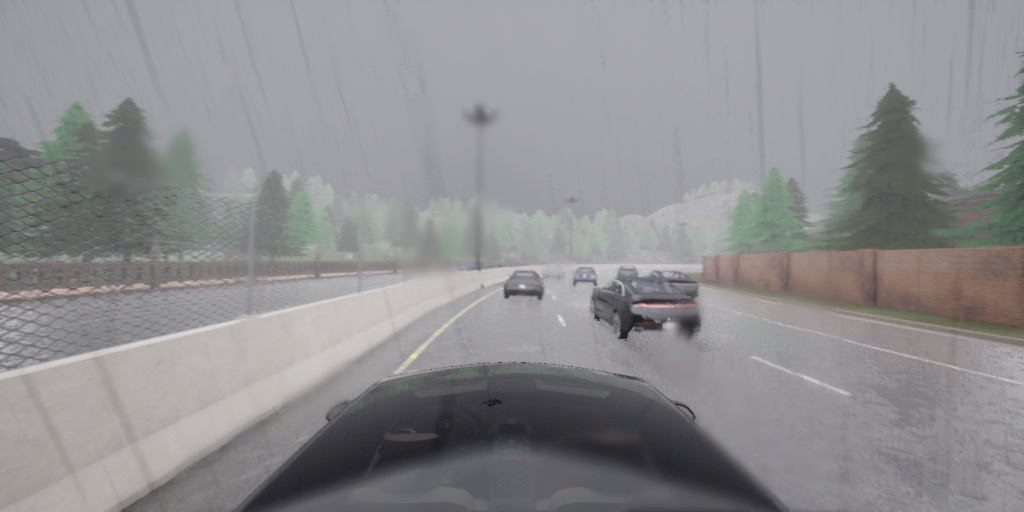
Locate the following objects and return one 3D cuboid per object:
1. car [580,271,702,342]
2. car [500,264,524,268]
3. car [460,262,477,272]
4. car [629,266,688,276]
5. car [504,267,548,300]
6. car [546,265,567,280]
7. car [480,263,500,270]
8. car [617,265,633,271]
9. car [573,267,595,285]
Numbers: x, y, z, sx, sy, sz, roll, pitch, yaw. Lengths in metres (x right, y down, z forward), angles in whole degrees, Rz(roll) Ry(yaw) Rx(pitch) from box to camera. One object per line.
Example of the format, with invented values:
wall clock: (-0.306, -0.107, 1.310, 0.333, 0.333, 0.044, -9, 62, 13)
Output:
car: (3.535, 1.356, 10.292, 2.128, 1.511, 4.902, 1, 0, 1)
car: (0.569, 1.687, 46.869, 1.994, 1.385, 4.181, 1, -1, 22)
car: (-5.526, 1.567, 50.476, 2.128, 1.511, 4.902, 1, -1, 23)
car: (7.593, 1.469, 17.844, 2.128, 1.511, 4.902, 1, 0, 6)
car: (0.732, 1.465, 19.199, 1.994, 1.385, 4.181, 1, 0, 6)
car: (4.264, 1.607, 35.873, 1.812, 1.442, 4.674, 1, -1, 17)
car: (-2.443, 1.664, 48.760, 1.994, 1.385, 4.181, 1, -1, 22)
car: (11.319, 1.656, 35.021, 2.128, 1.511, 4.902, 1, 0, 18)
car: (5.961, 1.595, 28.993, 2.033, 1.411, 5.357, 1, 0, 13)
